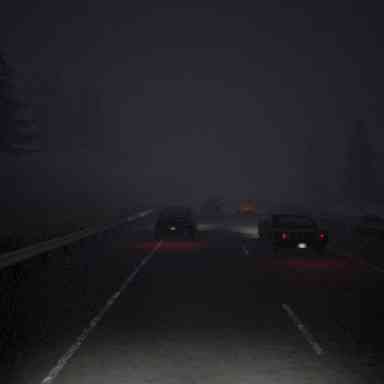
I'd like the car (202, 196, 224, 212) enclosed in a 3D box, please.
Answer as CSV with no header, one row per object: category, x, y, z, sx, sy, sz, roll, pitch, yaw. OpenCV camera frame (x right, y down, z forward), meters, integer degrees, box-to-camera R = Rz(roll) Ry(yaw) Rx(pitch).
car,2.392,1.320,38.413,2.097,1.767,4.553,0,0,8

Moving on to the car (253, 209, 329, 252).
car,3.981,1.591,13.925,1.895,1.301,4.718,0,0,3

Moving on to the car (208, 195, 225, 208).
car,3.662,1.311,49.020,2.097,1.767,4.553,0,0,8

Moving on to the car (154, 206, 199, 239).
car,-0.717,1.462,17.274,1.882,1.535,5.008,0,0,3

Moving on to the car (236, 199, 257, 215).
car,5.517,1.451,33.984,1.882,1.535,5.008,0,0,6
